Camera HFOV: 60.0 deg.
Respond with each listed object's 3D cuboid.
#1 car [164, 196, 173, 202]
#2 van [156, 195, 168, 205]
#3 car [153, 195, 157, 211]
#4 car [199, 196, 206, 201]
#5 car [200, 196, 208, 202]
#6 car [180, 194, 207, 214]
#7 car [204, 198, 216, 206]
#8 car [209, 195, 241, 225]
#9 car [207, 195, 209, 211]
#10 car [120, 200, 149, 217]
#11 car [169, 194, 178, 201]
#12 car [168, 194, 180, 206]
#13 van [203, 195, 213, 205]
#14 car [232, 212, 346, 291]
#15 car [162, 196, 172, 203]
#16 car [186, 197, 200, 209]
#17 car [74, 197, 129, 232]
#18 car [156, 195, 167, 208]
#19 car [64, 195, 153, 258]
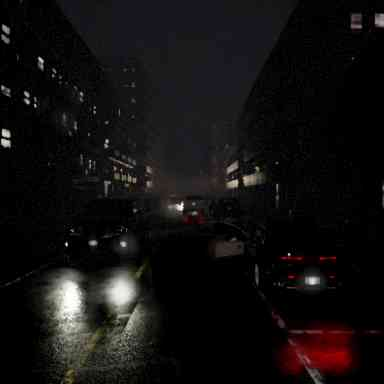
[{"bbox_3d":[-5.407,1.682,78.280,1.802,1.307,4.206,0,0,0],"label":"car"},{"bbox_3d":[-5.466,1.397,61.208,1.690,1.788,3.998,0,0,0],"label":"van"},{"bbox_3d":[-5.548,1.459,38.451,1.967,1.590,4.097,0,0,0],"label":"car"},{"bbox_3d":[3.034,1.735,95.318,1.802,1.307,4.206,0,0,0],"label":"car"},{"bbox_3d":[2.993,1.699,83.937,1.802,1.307,4.206,0,0,0],"label":"car"},{"bbox_3d":[0.188,1.237,35.124,2.150,2.045,5.566,0,0,1],"label":"car"},{"bbox_3d":[2.892,1.626,55.488,1.802,1.307,4.206,0,0,0],"label":"car"},{"bbox_3d":[2.792,1.323,27.038,2.192,1.841,5.009,0,0,0],"label":"car"},{"bbox_3d":[2.832,1.459,38.418,1.967,1.590,4.097,0,0,0],"label":"car"},{"bbox_3d":[-5.569,1.564,32.760,2.008,1.369,4.403,0,0,0],"label":"car"},{"bbox_3d":[-5.345,1.468,95.350,2.192,1.841,5.009,0,0,0],"label":"car"},{"bbox_3d":[-2.874,1.525,57.279,1.882,1.535,5.008,0,0,0],"label":"car"},{"bbox_3d":[2.914,1.397,61.176,1.690,1.788,3.998,0,0,0],"label":"van"},{"bbox_3d":[2.386,1.503,8.989,1.837,1.490,4.892,0,0,0],"label":"car"},{"bbox_3d":[-5.428,1.609,72.419,1.752,1.417,4.829,0,0,0],"label":"car"},{"bbox_3d":[0.202,1.534,46.238,1.837,1.490,4.892,0,0,1],"label":"car"},{"bbox_3d":[-5.609,1.318,21.379,2.192,1.841,5.009,0,0,0],"label":"car"},{"bbox_3d":[-5.507,1.349,49.830,2.192,1.841,5.009,0,0,0],"label":"car"},{"bbox_3d":[-3.055,1.220,13.070,2.150,2.045,5.566,0,0,0],"label":"car"}]
